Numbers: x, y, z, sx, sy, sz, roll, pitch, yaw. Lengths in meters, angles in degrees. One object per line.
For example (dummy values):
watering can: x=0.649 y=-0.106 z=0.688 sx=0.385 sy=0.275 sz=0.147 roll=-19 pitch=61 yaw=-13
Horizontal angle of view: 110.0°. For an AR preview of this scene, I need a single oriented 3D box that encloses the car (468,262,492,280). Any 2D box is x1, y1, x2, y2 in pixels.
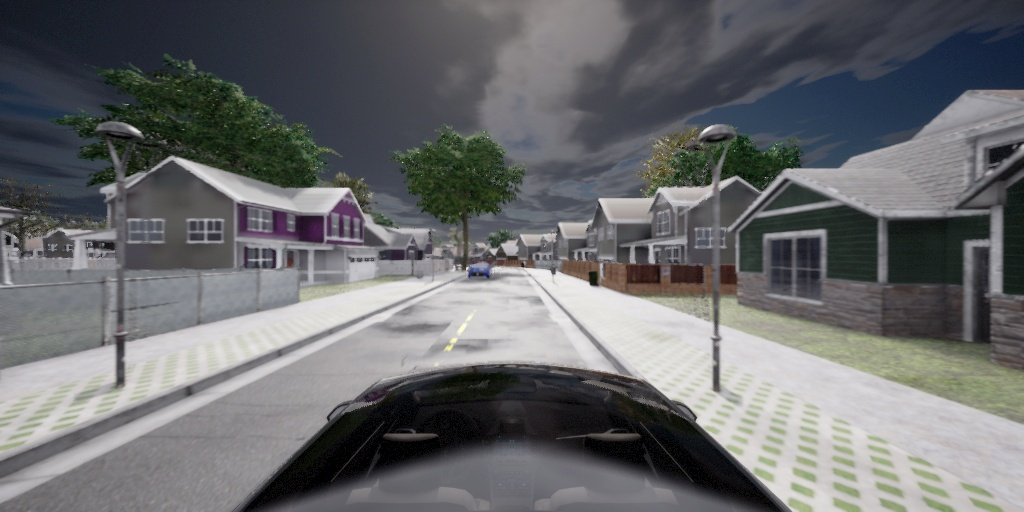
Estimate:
car: x=-2.843 y=1.253 z=32.367 sx=1.882 sy=1.535 sz=5.008 roll=0 pitch=0 yaw=0
